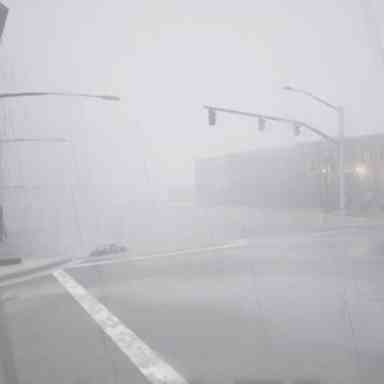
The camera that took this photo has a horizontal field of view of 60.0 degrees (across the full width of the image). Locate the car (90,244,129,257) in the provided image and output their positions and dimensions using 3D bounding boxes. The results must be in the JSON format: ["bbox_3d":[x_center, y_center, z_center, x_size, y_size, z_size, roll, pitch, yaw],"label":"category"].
[{"bbox_3d":[-6.814,4.943,27.341,1.895,1.301,4.718,-2,-12,-33],"label":"car"}]

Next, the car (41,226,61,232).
[{"bbox_3d":[-36.130,9.488,84.667,4.974,1.542,2.038,-1,0,-4],"label":"car"}]

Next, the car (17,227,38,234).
[{"bbox_3d":[-40.187,9.423,81.133,1.853,1.218,4.536,-1,0,21],"label":"car"}]

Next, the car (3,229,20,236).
[{"bbox_3d":[-44.063,9.663,78.570,4.974,1.542,2.038,-1,0,11],"label":"car"}]

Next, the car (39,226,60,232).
[{"bbox_3d":[-36.184,9.331,84.662,4.536,1.218,1.853,-1,0,-4],"label":"car"}]

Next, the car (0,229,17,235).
[{"bbox_3d":[-44.117,9.506,78.579,4.536,1.218,1.853,-1,0,11],"label":"car"}]

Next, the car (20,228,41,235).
[{"bbox_3d":[-40.203,9.581,81.086,2.038,1.542,4.974,-1,0,21],"label":"car"}]

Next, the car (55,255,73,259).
[{"bbox_3d":[-16.356,8.711,42.140,1.882,1.535,5.008,-1,-8,-33],"label":"car"}]
